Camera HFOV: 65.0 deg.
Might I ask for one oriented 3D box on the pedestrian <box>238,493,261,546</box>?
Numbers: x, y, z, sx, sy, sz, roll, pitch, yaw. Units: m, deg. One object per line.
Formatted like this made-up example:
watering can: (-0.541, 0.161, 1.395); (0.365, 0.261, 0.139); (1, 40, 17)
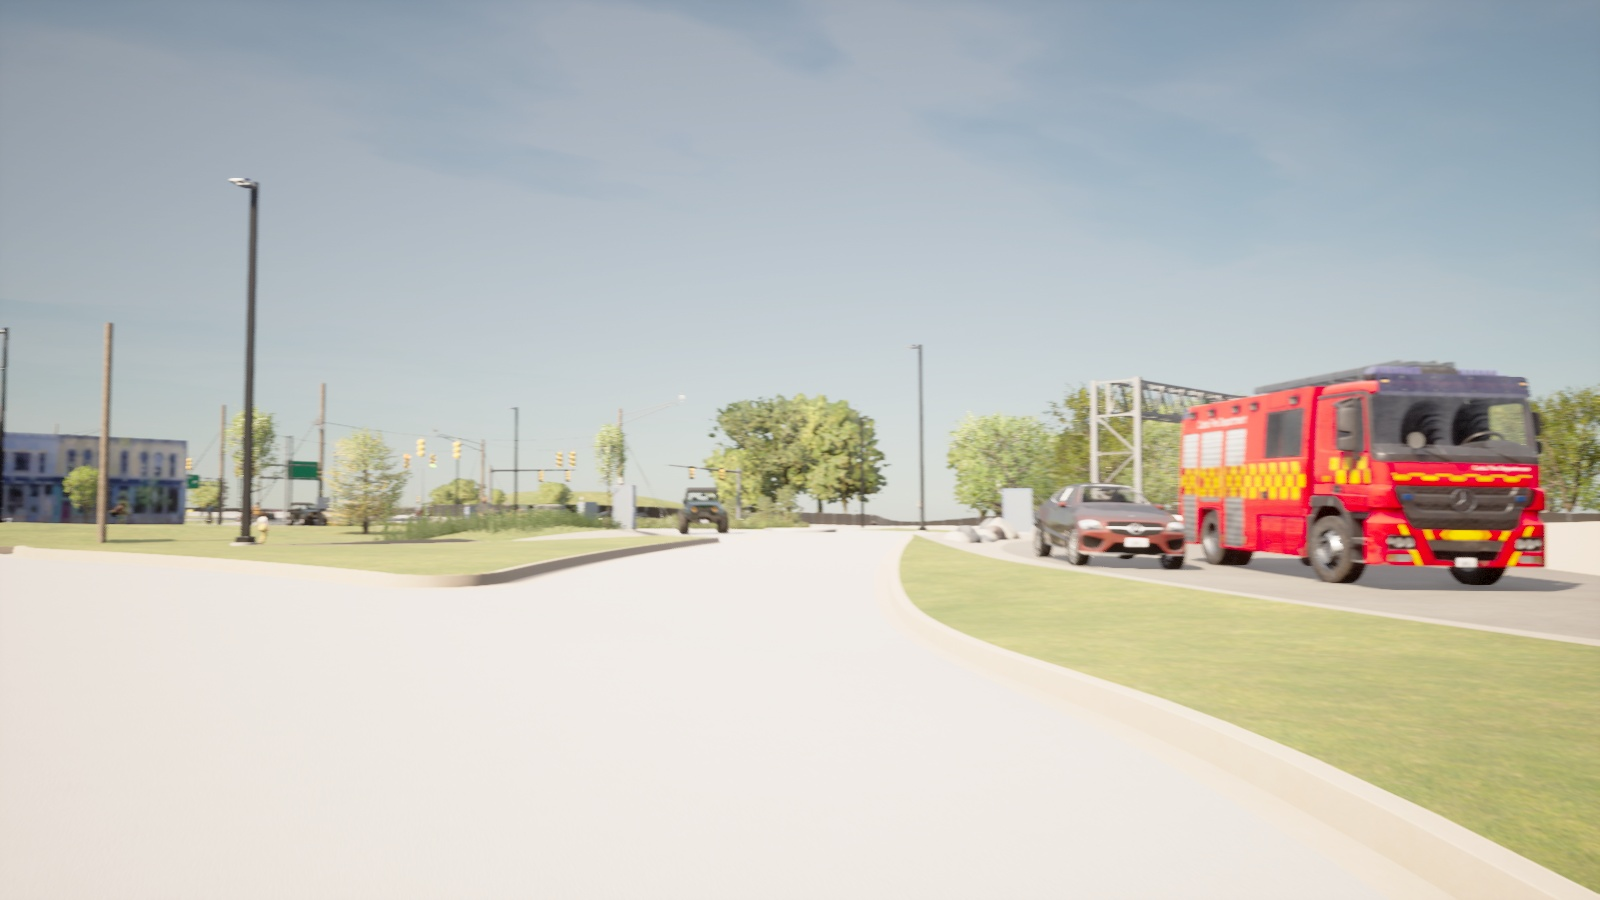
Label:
pedestrian: (-19.279, 2.445, 43.956); (0.345, 1.836, 0.594); (-4, -6, 42)

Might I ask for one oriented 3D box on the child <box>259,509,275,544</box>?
child: (-19.374, 2.788, 45.651); (0.270, 1.263, 0.437); (-3, -5, 30)

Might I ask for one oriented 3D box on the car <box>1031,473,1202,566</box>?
car: (6.361, 1.369, 25.875); (2.152, 1.651, 5.027); (2, -2, -1)

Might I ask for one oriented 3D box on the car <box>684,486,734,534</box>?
car: (-3.700, 2.426, 50.556); (1.905, 1.878, 3.866); (0, -3, -6)

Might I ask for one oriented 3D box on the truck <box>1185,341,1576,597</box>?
truck: (10.118, 0.427, 23.265); (2.891, 3.827, 8.468); (1, -2, -4)
